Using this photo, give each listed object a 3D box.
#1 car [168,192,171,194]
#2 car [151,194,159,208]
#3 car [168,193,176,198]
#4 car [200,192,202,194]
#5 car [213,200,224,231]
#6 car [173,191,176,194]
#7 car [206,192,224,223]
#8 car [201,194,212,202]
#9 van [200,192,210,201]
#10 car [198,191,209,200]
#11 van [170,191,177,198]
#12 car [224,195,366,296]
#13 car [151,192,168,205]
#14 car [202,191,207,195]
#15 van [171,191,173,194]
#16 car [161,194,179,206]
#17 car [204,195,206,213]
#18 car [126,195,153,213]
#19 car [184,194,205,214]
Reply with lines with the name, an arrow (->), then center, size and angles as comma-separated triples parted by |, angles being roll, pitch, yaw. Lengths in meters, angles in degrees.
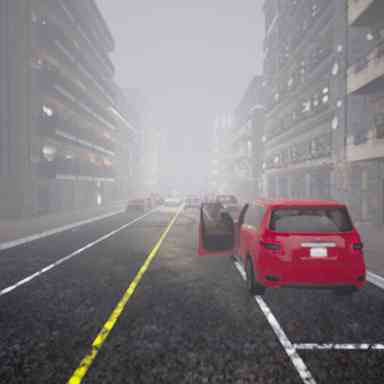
car -> -5.327, 1.091, 60.801 | 1.752, 1.417, 4.829 | -1, 0, 0
car -> -5.326, 1.269, 38.367 | 1.887, 1.381, 4.507 | -1, 0, 0
car -> -5.327, 0.917, 89.228 | 2.008, 1.369, 4.403 | -1, 0, 0
car -> 0.001, 1.013, 47.296 | 2.097, 1.767, 4.553 | 0, 0, 0
car -> 2.555, 1.427, 21.284 | 1.802, 1.307, 4.206 | -1, 0, 0
car -> -5.328, 0.886, 77.924 | 1.967, 1.590, 4.097 | -1, 0, 0
car -> 2.552, 1.119, 26.947 | 2.192, 1.841, 5.009 | -1, 0, 0
car -> 2.554, 1.146, 60.934 | 1.802, 1.307, 4.206 | -1, 0, 0
van -> 2.551, 0.866, 66.596 | 1.690, 1.788, 3.998 | -1, 0, 0
car -> 2.550, 0.800, 72.260 | 2.192, 1.841, 5.009 | -1, 0, 0
van -> -5.330, 0.668, 94.877 | 1.690, 1.788, 3.998 | -1, 0, 0
car -> 2.269, 1.157, 8.642 | 2.150, 2.045, 5.566 | 0, 0, 0
car -> -5.329, 0.959, 49.667 | 2.192, 1.841, 5.009 | -1, 0, 0
car -> 2.551, 0.959, 49.603 | 2.192, 1.841, 5.009 | -1, 0, 0
van -> -5.329, 0.866, 66.622 | 1.690, 1.788, 3.998 | -1, 0, 0
car -> -2.753, 1.270, 45.997 | 1.895, 1.301, 4.718 | 0, 0, 0
car -> 2.555, 1.306, 38.277 | 1.802, 1.307, 4.206 | -1, 0, 0
car -> -5.326, 1.309, 32.716 | 1.887, 1.381, 4.507 | -1, 0, 0
car -> 0.071, 1.282, 36.735 | 2.033, 1.411, 5.357 | 0, 0, 1
